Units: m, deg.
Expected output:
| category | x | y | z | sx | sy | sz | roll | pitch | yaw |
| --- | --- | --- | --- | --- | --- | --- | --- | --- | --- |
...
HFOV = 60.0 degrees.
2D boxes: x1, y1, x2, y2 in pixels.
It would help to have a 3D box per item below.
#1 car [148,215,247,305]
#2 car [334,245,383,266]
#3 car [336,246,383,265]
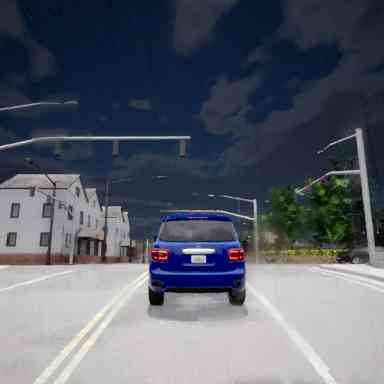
| category | x | y | z | sx | sy | sz | roll | pitch | yaw |
| --- | --- | --- | --- | --- | --- | --- | --- | --- | --- |
| car | 0.076 | 1.760 | 9.289 | 2.150 | 2.045 | 5.566 | 0 | -7 | -1 |
| car | 15.420 | 5.657 | 29.595 | 4.553 | 1.767 | 2.097 | 0 | -12 | 1 |
| car | 13.913 | 5.005 | 25.951 | 5.008 | 1.535 | 1.882 | 0 | -12 | 1 |
